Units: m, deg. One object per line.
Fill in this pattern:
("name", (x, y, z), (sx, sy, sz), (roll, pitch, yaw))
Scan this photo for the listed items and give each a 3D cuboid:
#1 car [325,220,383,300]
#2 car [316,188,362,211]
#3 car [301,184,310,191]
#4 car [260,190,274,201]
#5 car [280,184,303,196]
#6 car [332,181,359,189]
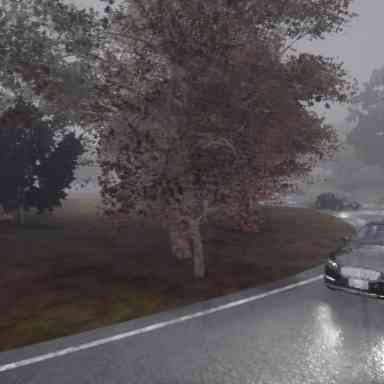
("car", (4.999, 1.478, 8.139), (4.902, 1.511, 2.128), (-1, 1, -44))
("car", (12.754, 0.757, 29.198), (1.837, 1.490, 4.892), (-3, 2, -8))
("car", (19.875, -0.768, 61.806), (4.902, 1.511, 2.128), (-5, 3, -32))
("car", (10.024, 0.348, 45.296), (1.837, 1.490, 4.892), (-3, 2, 7))
("car", (15.549, -0.085, 52.926), (1.895, 1.301, 4.718), (-2, 2, 34))
("car", (28.461, -1.188, 61.695), (4.892, 1.490, 1.837), (-4, 2, -10))
